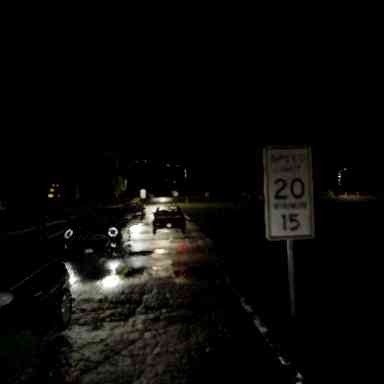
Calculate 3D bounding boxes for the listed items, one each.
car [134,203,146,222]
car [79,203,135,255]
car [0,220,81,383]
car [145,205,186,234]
[{"bbox_3d":[-4.861,1.645,27.641,2.128,1.511,4.902,-2,0,-4],"label":"car"},{"bbox_3d":[-3.793,1.474,13.873,2.097,1.767,4.553,-2,0,-5],"label":"car"},{"bbox_3d":[-3.004,1.449,3.857,2.097,1.767,4.553,-2,0,-5],"label":"car"},{"bbox_3d":[-1.399,1.536,19.775,2.128,1.511,4.902,-2,0,-4],"label":"car"}]
